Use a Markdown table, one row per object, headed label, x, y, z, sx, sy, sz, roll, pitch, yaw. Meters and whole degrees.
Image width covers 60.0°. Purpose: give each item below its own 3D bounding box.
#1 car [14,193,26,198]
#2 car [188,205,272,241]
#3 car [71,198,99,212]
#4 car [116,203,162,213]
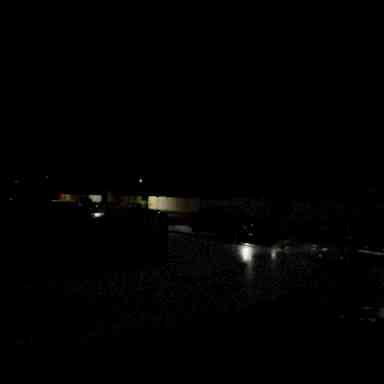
| label | x | y | z | sx | sy | sz | roll | pitch | yaw |
| --- | --- | --- | --- | --- | --- | --- | --- | --- | --- |
| car | -43.398 | 1.176 | 85.000 | 2.033 | 1.411 | 5.357 | 0 | 0 | -36 |
| car | 1.767 | 1.465 | 16.928 | 1.882 | 1.535 | 5.008 | 0 | 0 | -36 |
| car | -11.547 | 1.378 | 35.565 | 1.837 | 1.490 | 4.892 | 0 | 0 | -35 |
| car | -4.143 | 1.537 | 25.186 | 1.895 | 1.301 | 4.718 | 0 | 0 | -36 |
